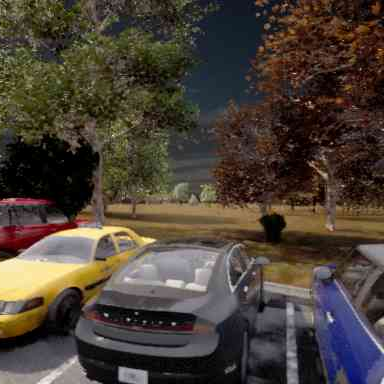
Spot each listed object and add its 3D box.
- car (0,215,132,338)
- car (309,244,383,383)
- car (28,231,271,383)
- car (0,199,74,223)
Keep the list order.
[{"bbox_3d":[-2.333,1.447,6.988,1.946,1.575,5.366,1,0,16],"label":"car"},{"bbox_3d":[2.521,1.362,3.665,2.185,1.767,4.553,0,-1,16],"label":"car"},{"bbox_3d":[0.115,1.471,5.420,2.231,1.521,4.892,0,-1,16],"label":"car"},{"bbox_3d":[-4.680,1.183,8.948,2.435,2.045,5.566,0,-1,16],"label":"car"}]
